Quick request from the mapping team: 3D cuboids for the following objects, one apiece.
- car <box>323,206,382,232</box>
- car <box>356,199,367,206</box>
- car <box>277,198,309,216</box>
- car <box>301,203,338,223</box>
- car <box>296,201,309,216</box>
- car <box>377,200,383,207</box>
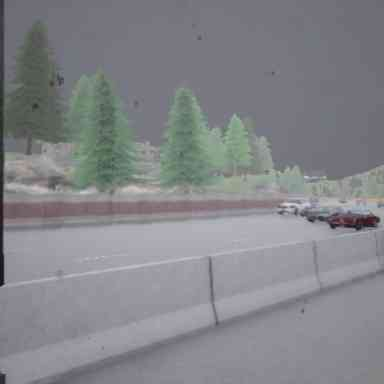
[{"bbox_3d":[11.035,1.875,22.565,4.718,1.301,1.895,1,-1,-44],"label":"car"},{"bbox_3d":[35.898,2.156,70.564,2.128,1.511,4.902,0,-1,24],"label":"car"},{"bbox_3d":[12.024,1.700,38.947,2.150,2.045,5.566,-1,-1,40],"label":"car"},{"bbox_3d":[11.626,1.890,28.089,2.033,1.411,5.357,-1,-1,44],"label":"car"},{"bbox_3d":[12.932,1.987,34.723,1.994,1.385,4.181,-1,-1,42],"label":"car"},{"bbox_3d":[35.840,2.225,62.138,1.837,1.490,4.892,0,-1,28],"label":"car"}]
